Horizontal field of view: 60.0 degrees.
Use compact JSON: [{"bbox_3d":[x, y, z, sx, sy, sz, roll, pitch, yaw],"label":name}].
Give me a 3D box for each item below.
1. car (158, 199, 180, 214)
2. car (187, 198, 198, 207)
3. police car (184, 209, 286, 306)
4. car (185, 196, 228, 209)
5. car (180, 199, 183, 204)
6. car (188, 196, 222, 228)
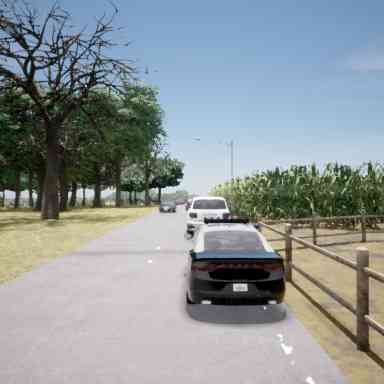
[{"bbox_3d":[-2.813,1.674,38.726,2.128,1.511,4.902,0,0,0],"label":"car"},{"bbox_3d":[0.056,1.879,59.198,1.837,1.490,4.892,0,-1,0],"label":"car"},{"bbox_3d":[0.832,1.440,8.290,1.930,1.638,5.238,0,0,0],"label":"police car"},{"bbox_3d":[0.842,1.280,18.217,2.150,2.045,5.566,0,0,0],"label":"car"},{"bbox_3d":[-2.681,2.165,72.265,1.812,1.442,4.674,0,-1,0],"label":"car"},{"bbox_3d":[0.847,1.314,24.219,2.150,2.045,5.566,0,0,0],"label":"car"}]
